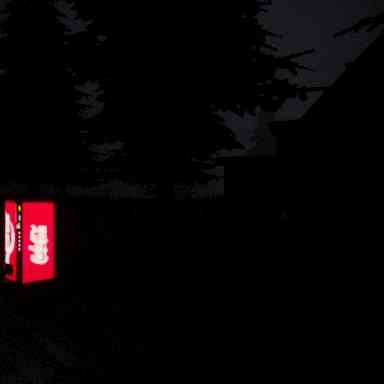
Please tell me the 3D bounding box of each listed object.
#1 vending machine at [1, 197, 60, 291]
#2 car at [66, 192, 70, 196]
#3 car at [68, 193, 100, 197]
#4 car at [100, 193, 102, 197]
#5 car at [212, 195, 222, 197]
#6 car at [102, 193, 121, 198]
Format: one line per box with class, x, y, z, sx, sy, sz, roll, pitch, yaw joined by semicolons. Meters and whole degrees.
vending machine;-3.998;1.195;8.252;1.100;2.100;0.880;0;0;-44
car;-20.506;1.330;62.087;5.027;1.636;2.152;0;0;-23
car;-19.231;1.339;59.221;4.514;1.523;2.007;0;0;-23
car;-21.948;1.298;85.204;4.514;1.523;2.007;0;0;-23
car;4.725;1.374;69.414;3.633;1.501;1.845;0;0;-23
car;-18.078;1.320;75.991;3.633;1.501;1.845;0;0;-23
